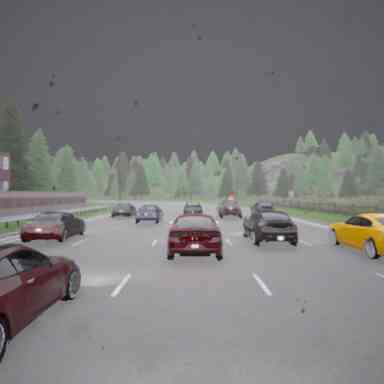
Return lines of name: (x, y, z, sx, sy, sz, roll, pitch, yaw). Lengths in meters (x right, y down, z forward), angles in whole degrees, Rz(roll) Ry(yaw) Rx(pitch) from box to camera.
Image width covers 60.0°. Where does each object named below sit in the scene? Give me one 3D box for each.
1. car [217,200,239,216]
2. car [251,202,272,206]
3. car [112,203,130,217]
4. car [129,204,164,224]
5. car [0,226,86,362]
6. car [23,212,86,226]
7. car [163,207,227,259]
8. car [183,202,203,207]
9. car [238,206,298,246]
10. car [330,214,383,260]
car: (3.597, 1.601, 32.970, 2.097, 1.767, 4.553, 0, -1, 0)
car: (7.098, 1.762, 33.779, 1.837, 1.490, 4.892, 0, 0, 0)
car: (-6.902, 1.824, 34.261, 1.994, 1.385, 4.181, 0, 0, 0)
car: (-3.403, 1.753, 27.104, 2.033, 1.411, 5.357, 0, 0, 0)
car: (-3.404, 1.568, 5.506, 1.812, 1.442, 4.674, 0, 0, 0)
car: (-6.900, 1.694, 16.963, 1.994, 1.385, 4.181, 0, 0, 0)
car: (0.099, 1.577, 13.012, 1.882, 1.535, 5.008, 0, 0, 0)
car: (0.098, 1.752, 34.319, 2.128, 1.511, 4.902, 0, 0, 0)
car: (3.599, 1.627, 15.912, 1.837, 1.490, 4.892, 0, 0, 0)
car: (7.099, 1.576, 12.938, 1.882, 1.535, 5.008, 0, 0, 0)
